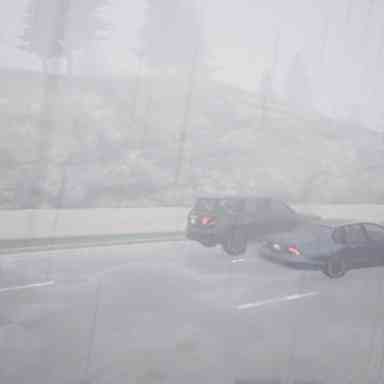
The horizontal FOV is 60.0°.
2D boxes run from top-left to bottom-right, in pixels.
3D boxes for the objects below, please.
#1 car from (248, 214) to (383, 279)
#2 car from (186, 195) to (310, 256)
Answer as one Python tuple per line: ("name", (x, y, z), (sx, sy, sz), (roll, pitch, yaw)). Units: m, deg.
("car", (4.570, 1.510, 9.728), (5.357, 1.411, 2.033), (0, 0, -22))
("car", (2.504, 1.149, 12.814), (5.566, 2.045, 2.150), (0, 0, -23))
